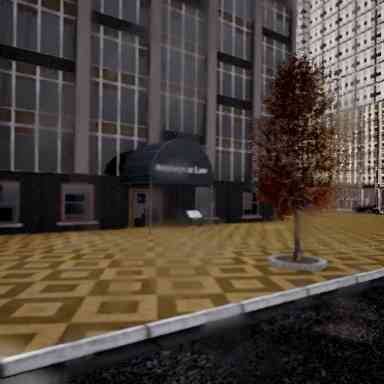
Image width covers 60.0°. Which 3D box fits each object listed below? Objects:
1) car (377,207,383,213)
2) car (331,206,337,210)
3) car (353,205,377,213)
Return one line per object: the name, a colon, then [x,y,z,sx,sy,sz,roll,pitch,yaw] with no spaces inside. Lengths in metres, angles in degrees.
car: [33.053,2.807,53.989,1.947,1.339,4.313,0,-1,-23]
car: [25.717,2.876,64.603,1.895,1.301,4.718,1,-2,-23]
car: [30.885,2.921,59.178,1.947,1.339,4.313,0,-1,-23]
